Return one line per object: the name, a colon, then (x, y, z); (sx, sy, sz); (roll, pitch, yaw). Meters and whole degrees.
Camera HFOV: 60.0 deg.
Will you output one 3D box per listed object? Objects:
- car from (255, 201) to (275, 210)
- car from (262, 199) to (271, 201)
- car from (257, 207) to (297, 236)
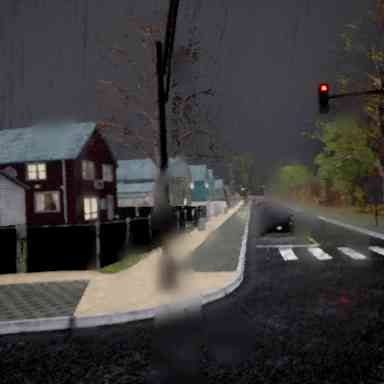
car: (7.303, 1.917, 32.074); (2.128, 1.511, 4.902); (-3, -1, 10)
car: (9.743, 2.098, 45.387); (1.837, 1.490, 4.892); (-3, -1, 11)
car: (5.199, 1.842, 20.472); (1.994, 1.385, 4.181); (-3, -1, 10)
